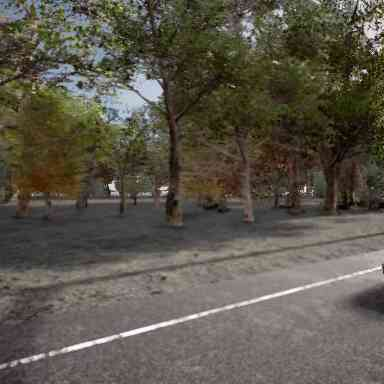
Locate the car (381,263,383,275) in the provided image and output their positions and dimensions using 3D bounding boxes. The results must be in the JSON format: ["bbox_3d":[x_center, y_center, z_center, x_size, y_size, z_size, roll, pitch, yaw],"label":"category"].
[{"bbox_3d":[7.102,1.605,8.825,5.357,1.411,2.033,0,0,-36],"label":"car"}]
